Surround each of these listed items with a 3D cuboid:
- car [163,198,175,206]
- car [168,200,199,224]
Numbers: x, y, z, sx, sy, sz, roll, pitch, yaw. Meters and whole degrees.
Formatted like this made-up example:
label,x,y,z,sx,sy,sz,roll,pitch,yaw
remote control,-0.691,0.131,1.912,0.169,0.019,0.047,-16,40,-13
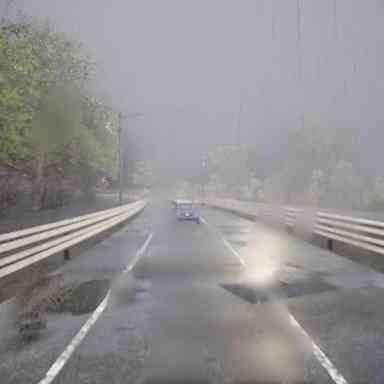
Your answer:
label,x,y,z,sx,sy,sz,roll,pitch,yaw
car,-3.756,1.573,54.744,1.895,1.301,4.718,0,0,-9
car,-0.525,1.543,24.769,2.033,1.411,5.357,0,0,-5
